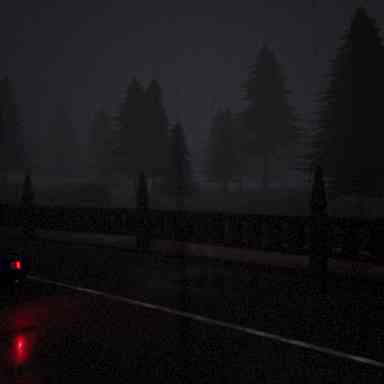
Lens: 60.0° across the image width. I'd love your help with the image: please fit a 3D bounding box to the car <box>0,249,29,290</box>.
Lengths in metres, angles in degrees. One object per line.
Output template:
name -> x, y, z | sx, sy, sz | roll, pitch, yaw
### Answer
car -> -5.916, 1.543, 7.491 | 4.718, 1.301, 1.895 | 0, 0, 30
